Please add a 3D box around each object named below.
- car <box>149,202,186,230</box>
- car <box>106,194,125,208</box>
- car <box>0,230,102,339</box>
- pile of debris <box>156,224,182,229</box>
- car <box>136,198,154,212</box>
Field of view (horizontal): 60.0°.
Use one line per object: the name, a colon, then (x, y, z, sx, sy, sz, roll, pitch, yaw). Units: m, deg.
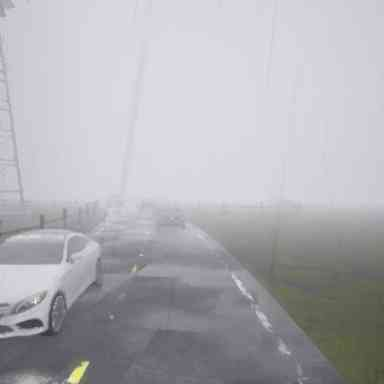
car: (-1.532, 1.591, 21.626, 2.033, 1.411, 5.357, 0, 0, -9)
car: (-11.274, 1.256, 48.753, 2.150, 2.045, 5.566, 0, 0, -19)
car: (-3.099, 1.560, 6.800, 1.812, 1.442, 4.674, 0, 0, -3)
pile of debris: (-1.498, 2.218, 21.362, 1.500, 0.140, 1.860, 0, 0, -8)
car: (-5.614, 1.538, 40.508, 1.837, 1.490, 4.892, 0, 0, -16)
